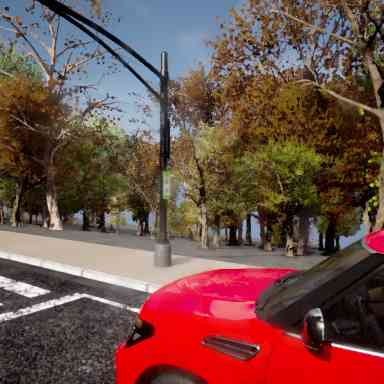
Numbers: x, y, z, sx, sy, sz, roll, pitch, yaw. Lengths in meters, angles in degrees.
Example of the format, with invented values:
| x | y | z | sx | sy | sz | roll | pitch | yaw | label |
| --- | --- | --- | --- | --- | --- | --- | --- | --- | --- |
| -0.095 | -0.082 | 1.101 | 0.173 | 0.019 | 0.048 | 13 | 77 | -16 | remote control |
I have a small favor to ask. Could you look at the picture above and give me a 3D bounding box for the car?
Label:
| x | y | z | sx | sy | sz | roll | pitch | yaw | label |
| --- | --- | --- | --- | --- | --- | --- | --- | --- | --- |
| 1.976 | 1.221 | 2.304 | 5.566 | 2.045 | 2.150 | 0 | 0 | 34 | car |
